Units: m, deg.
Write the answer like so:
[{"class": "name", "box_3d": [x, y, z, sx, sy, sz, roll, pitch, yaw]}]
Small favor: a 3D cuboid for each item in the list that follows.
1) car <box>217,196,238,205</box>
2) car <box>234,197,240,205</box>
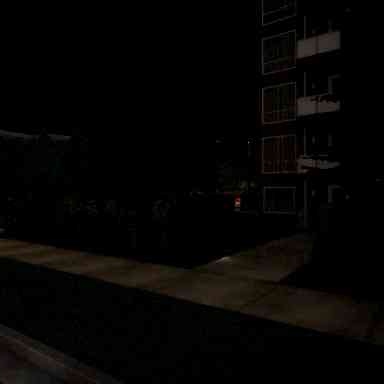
[{"class": "car", "box_3d": [6.473, 1.526, 60.134, 1.812, 1.442, 4.674, 0, 0, 36]}, {"class": "car", "box_3d": [9.307, 1.478, 58.079, 1.882, 1.535, 5.008, 0, 0, 36]}]
